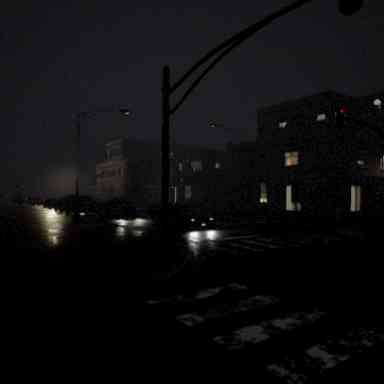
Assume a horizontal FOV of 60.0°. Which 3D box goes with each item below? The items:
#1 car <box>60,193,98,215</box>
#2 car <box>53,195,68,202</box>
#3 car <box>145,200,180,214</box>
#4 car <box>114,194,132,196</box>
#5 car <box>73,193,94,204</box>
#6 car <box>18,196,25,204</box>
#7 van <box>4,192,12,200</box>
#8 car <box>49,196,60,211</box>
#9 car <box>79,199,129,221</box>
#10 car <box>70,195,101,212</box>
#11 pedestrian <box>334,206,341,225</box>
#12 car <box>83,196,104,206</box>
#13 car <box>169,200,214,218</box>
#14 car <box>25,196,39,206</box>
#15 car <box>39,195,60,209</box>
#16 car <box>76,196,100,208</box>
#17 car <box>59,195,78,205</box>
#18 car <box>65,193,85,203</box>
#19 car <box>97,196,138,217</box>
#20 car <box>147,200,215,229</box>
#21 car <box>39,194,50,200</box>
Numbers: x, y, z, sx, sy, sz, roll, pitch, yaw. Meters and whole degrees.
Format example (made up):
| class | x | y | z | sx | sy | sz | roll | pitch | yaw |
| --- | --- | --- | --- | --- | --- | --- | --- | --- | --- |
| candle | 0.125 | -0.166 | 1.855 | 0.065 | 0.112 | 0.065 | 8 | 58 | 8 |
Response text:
| class | x | y | z | sx | sy | sz | roll | pitch | yaw |
| --- | --- | --- | --- | --- | --- | --- | --- | --- | --- |
| car | -10.076 | 1.195 | 30.393 | 2.192 | 1.841 | 5.009 | 1 | 0 | -35 |
| car | -28.338 | 1.351 | 71.609 | 1.947 | 1.339 | 4.313 | 1 | 0 | -35 |
| car | -3.181 | 1.533 | 35.150 | 1.802 | 1.307 | 4.206 | 1 | 0 | -35 |
| car | -9.467 | 1.221 | 44.266 | 2.192 | 1.841 | 5.009 | 1 | 0 | -35 |
| car | -18.901 | 1.159 | 57.938 | 2.192 | 1.841 | 5.009 | 1 | 0 | -35 |
| car | -28.947 | 1.319 | 57.737 | 1.947 | 1.339 | 4.313 | 1 | 0 | -35 |
| van | -44.668 | 1.000 | 80.524 | 1.690 | 1.788 | 3.998 | 1 | 0 | -35 |
| car | -13.224 | 1.408 | 34.950 | 2.008 | 1.369 | 4.403 | 1 | 0 | -35 |
| car | -6.935 | 1.454 | 25.835 | 2.008 | 1.369 | 4.403 | 1 | 0 | -35 |
| car | -12.284 | 1.223 | 38.168 | 2.097 | 1.767 | 4.553 | 1 | 0 | -35 |
| pedestrian | 9.590 | 1.475 | 21.822 | 0.375 | 1.300 | 0.375 | 1 | -1 | -35 |
| car | -15.855 | 1.389 | 53.520 | 1.752 | 1.417 | 4.829 | 1 | 0 | -35 |
| car | -0.132 | 1.499 | 30.733 | 1.752 | 1.417 | 4.829 | 1 | 0 | -35 |
| car | -22.561 | 1.319 | 48.482 | 1.752 | 1.417 | 4.829 | 1 | 0 | -35 |
| car | -16.368 | 1.380 | 39.507 | 1.887 | 1.381 | 4.507 | 1 | 0 | -35 |
| car | -14.963 | 1.339 | 47.570 | 1.882 | 1.535 | 5.008 | 1 | 0 | -34 |
| car | -20.905 | 1.328 | 56.097 | 1.837 | 1.490 | 4.892 | 1 | 0 | -35 |
| car | -22.045 | 1.139 | 62.495 | 2.192 | 1.841 | 5.009 | 1 | 0 | -35 |
| car | -6.499 | 1.390 | 29.753 | 1.882 | 1.535 | 5.008 | 1 | 0 | -35 |
| car | -0.828 | 1.502 | 21.541 | 2.033 | 1.411 | 5.357 | 1 | 0 | -35 |
| car | -37.772 | 1.312 | 85.281 | 1.802 | 1.307 | 4.206 | 1 | 0 | -35 |
